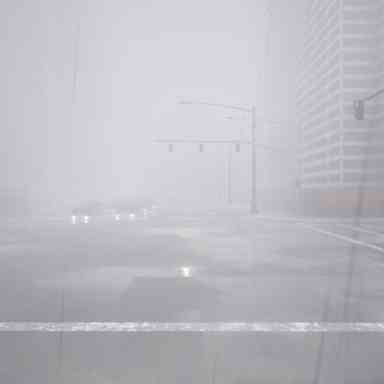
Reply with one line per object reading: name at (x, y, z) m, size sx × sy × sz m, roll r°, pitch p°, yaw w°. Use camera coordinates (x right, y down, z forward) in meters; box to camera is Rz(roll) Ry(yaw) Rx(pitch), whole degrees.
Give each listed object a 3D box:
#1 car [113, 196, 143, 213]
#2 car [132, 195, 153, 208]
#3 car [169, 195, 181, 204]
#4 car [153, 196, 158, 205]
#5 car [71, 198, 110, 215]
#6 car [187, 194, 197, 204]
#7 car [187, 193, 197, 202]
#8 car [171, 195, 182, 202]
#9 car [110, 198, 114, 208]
car at (-7.061, 1.526, 37.041) m, size 1.812 × 1.442 × 4.674 m, roll 0°, pitch 0°, yaw 0°
car at (-7.043, 1.505, 46.985) m, size 1.837 × 1.490 × 4.892 m, roll 0°, pitch 0°, yaw 0°
car at (-3.451, 1.491, 64.233) m, size 2.128 × 1.511 × 4.902 m, roll 0°, pitch 0°, yaw 0°
car at (-7.023, 1.505, 57.255) m, size 1.837 × 1.490 × 4.892 m, roll 0°, pitch 0°, yaw 0°
car at (-10.543, 1.547, 34.338) m, size 2.033 × 1.411 × 5.357 m, roll 0°, pitch 0°, yaw 4°
car at (0.049, 1.547, 64.230) m, size 2.033 × 1.411 × 5.357 m, roll 0°, pitch 0°, yaw 0°
car at (0.056, 1.184, 74.484) m, size 2.097 × 1.767 × 4.553 m, roll 0°, pitch 0°, yaw 0°
car at (-3.444, 1.354, 74.517) m, size 2.128 × 1.511 × 4.902 m, roll 0°, pitch 0°, yaw 0°
car at (-10.558, 1.547, 44.410) m, size 2.033 × 1.411 × 5.357 m, roll 0°, pitch 0°, yaw 0°
